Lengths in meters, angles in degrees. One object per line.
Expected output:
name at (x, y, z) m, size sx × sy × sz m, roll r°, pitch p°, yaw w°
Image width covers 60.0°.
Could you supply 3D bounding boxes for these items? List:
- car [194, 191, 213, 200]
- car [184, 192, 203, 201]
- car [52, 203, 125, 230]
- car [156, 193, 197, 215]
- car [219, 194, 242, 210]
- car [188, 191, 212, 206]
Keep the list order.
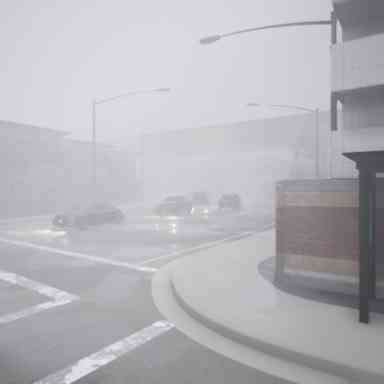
car at (2.015, 0.629, 59.247) m, size 1.837 × 1.490 × 4.892 m, roll 0°, pitch 0°, yaw -19°
car at (0.192, 0.717, 53.895) m, size 1.895 × 1.301 × 4.718 m, roll 0°, pitch 0°, yaw -14°
car at (-5.930, 1.329, 19.412) m, size 1.994 × 1.385 × 4.181 m, roll 0°, pitch 1°, yaw 32°
car at (-1.402, 1.068, 28.204) m, size 1.812 × 1.442 × 4.674 m, roll 0°, pitch 1°, yaw 20°
car at (3.819, 0.896, 32.798) m, size 2.128 × 1.511 × 4.902 m, roll 0°, pitch 1°, yaw 14°
car at (0.911, 0.656, 37.874) m, size 2.097 × 1.767 × 4.553 m, roll 0°, pitch 1°, yaw 6°
